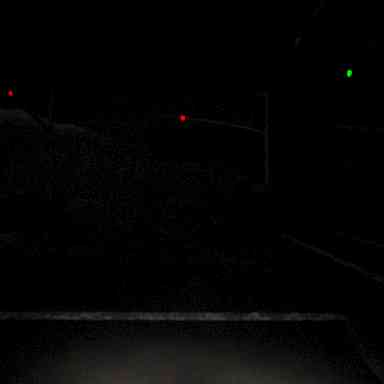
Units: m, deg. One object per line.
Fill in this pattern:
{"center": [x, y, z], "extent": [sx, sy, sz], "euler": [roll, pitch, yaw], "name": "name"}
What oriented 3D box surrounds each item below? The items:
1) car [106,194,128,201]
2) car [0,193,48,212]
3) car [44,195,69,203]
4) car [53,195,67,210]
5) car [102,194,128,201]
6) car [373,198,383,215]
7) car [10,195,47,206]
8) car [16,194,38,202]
{"center": [-16.637, 1.218, 74.297], "extent": [4.514, 1.523, 2.007], "euler": [0, 0, -1], "name": "car"}
{"center": [-16.833, 1.022, 33.575], "extent": [3.866, 1.878, 1.905], "euler": [0, 0, -1], "name": "car"}
{"center": [-24.143, 1.223, 59.257], "extent": [3.633, 1.501, 1.845], "euler": [0, 0, -1], "name": "car"}
{"center": [-16.247, 1.301, 36.905], "extent": [3.806, 1.475, 1.970], "euler": [0, 0, -1], "name": "car"}
{"center": [-16.560, 1.214, 71.161], "extent": [5.027, 1.636, 2.152], "euler": [0, 0, -1], "name": "car"}
{"center": [17.171, 1.426, 33.289], "extent": [2.242, 1.667, 4.611], "euler": [0, 0, -1], "name": "car"}
{"center": [-24.109, 1.217, 49.264], "extent": [4.514, 1.523, 2.007], "euler": [0, 0, -1], "name": "car"}
{"center": [-35.226, 1.268, 71.165], "extent": [3.806, 1.475, 1.970], "euler": [0, 0, -1], "name": "car"}
